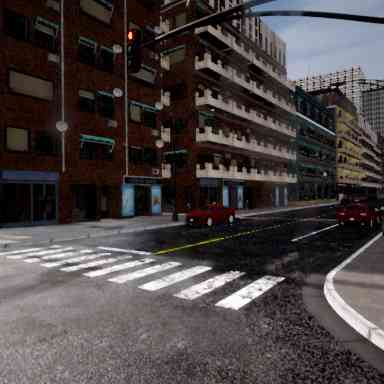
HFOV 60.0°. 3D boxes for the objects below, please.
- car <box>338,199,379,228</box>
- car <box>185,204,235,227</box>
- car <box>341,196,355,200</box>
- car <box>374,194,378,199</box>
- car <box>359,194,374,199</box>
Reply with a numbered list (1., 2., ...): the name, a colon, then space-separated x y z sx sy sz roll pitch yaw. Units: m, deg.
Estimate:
1. car: 10.231 1.372 20.343 1.887 1.381 4.507 -1 0 36
2. car: 1.305 1.515 22.735 1.887 1.381 4.507 -1 0 36
3. car: 26.917 1.347 57.428 1.947 1.339 4.313 -1 0 36
4. car: 43.724 1.232 80.336 1.947 1.339 4.313 -1 0 36
5. car: 37.002 1.293 71.173 1.802 1.307 4.206 -1 0 36
